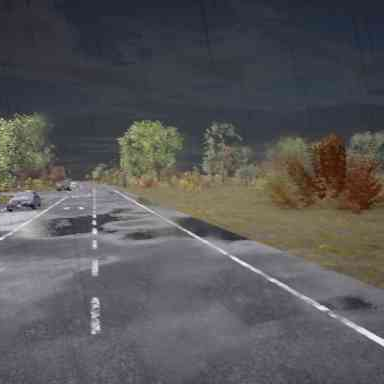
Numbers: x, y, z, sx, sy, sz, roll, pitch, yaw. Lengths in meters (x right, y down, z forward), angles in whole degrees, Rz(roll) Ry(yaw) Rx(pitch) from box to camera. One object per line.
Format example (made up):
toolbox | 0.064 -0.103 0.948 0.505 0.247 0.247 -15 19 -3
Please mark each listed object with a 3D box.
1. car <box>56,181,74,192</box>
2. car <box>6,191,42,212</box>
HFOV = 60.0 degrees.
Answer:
car | -23.515 -1.019 61.019 2.150 2.045 5.566 -2 2 -17
car | -13.407 0.661 26.837 1.812 1.442 4.674 -3 3 -16
